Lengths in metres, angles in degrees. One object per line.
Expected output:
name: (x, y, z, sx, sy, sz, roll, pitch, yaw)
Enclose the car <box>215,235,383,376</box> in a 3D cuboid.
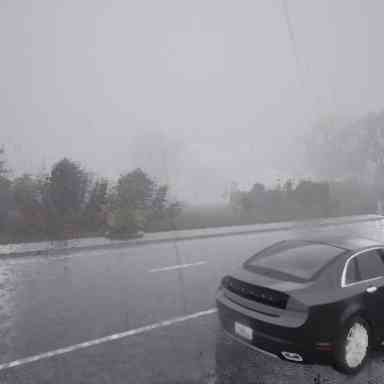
car: (2.625, 1.506, 5.619, 4.892, 1.490, 1.837, 0, 0, -36)
